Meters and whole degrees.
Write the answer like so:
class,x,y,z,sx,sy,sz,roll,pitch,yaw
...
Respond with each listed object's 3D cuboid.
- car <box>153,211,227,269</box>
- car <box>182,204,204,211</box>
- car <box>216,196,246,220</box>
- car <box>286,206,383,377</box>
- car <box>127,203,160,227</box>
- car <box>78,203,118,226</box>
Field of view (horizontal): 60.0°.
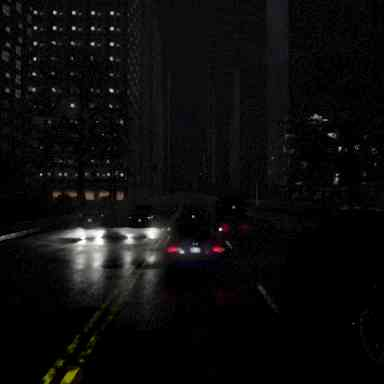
class,x,y,z,sx,sy,sz,roll,pitch,yaw
car,0.092,1.589,11.243,2.033,1.411,5.357,0,0,0
car,0.093,1.699,28.729,1.895,1.301,4.718,0,0,0
car,3.343,1.320,29.272,2.150,2.045,5.566,0,0,0
car,3.324,1.246,5.707,2.150,2.045,5.566,0,0,0
car,-3.350,1.588,23.786,1.837,1.490,4.892,0,0,0
car,-6.600,1.575,23.903,2.128,1.511,4.902,0,0,0
